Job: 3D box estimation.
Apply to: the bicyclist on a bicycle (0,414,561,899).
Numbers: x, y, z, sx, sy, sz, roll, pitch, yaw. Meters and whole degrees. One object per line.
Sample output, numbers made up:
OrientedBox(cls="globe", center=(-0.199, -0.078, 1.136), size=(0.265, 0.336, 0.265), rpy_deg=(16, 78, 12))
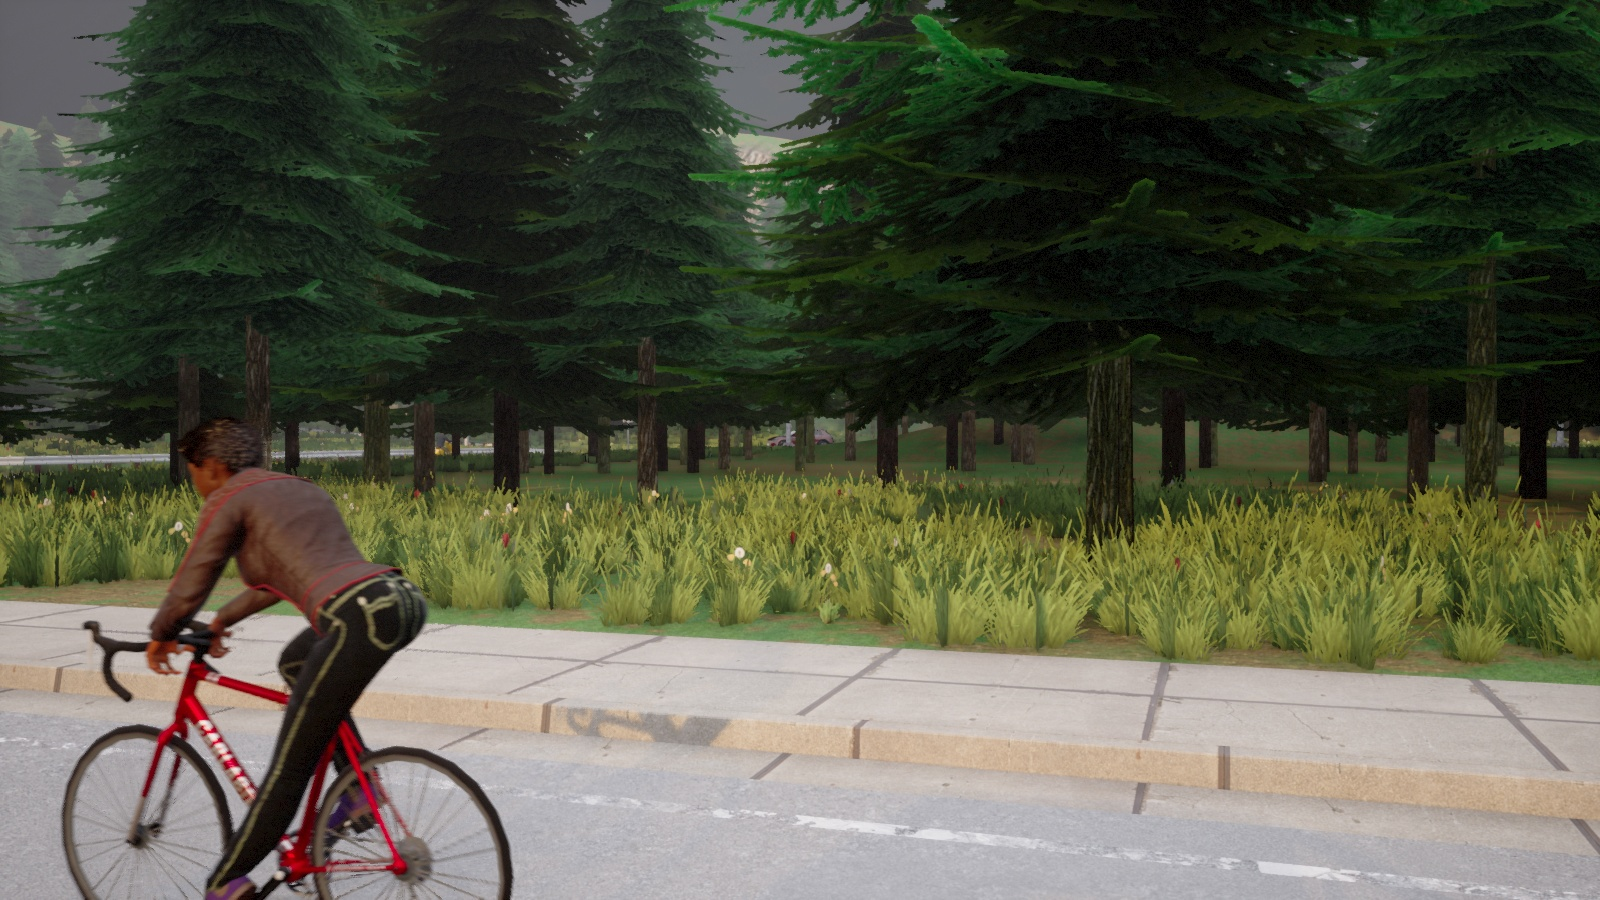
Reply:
OrientedBox(cls="bicyclist on a bicycle", center=(-1.593, 0.714, 3.729), size=(1.656, 1.620, 0.582), rpy_deg=(0, 1, 19))

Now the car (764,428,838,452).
OrientedBox(cls="car", center=(0.050, -0.695, 88.990), size=(4.856, 1.649, 2.033), rpy_deg=(0, 1, -19))
